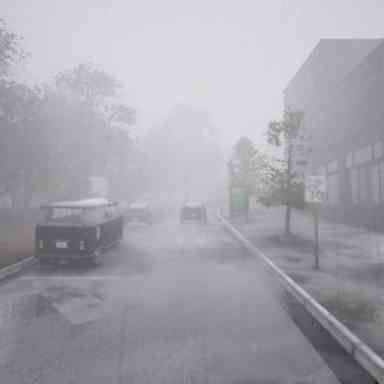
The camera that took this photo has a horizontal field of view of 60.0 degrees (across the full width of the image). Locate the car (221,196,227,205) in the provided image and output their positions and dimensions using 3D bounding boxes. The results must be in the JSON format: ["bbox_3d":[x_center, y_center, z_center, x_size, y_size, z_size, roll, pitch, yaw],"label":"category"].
[{"bbox_3d":[3.403,1.438,55.873,2.231,1.521,4.892,-2,-1,29],"label":"car"}]

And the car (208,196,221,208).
[{"bbox_3d":[1.951,1.345,42.622,2.033,1.411,5.357,-1,0,14],"label":"car"}]

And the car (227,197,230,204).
[{"bbox_3d":[6.841,1.497,60.619,2.097,1.535,5.008,-3,-3,36],"label":"car"}]

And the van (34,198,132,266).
[{"bbox_3d":[-3.628,1.240,11.658,1.878,1.987,4.442,1,0,2],"label":"van"}]

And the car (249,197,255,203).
[{"bbox_3d":[10.369,1.586,65.068,2.231,1.521,4.892,-4,-3,42],"label":"car"}]

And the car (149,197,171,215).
[{"bbox_3d":[-3.407,1.273,28.620,2.185,1.767,4.553,-1,1,2],"label":"car"}]

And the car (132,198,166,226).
[{"bbox_3d":[-3.407,1.431,22.912,2.231,1.521,4.892,0,0,2],"label":"car"}]

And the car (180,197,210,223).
[{"bbox_3d":[0.129,1.399,25.084,1.882,1.535,5.008,0,0,0],"label":"car"}]
